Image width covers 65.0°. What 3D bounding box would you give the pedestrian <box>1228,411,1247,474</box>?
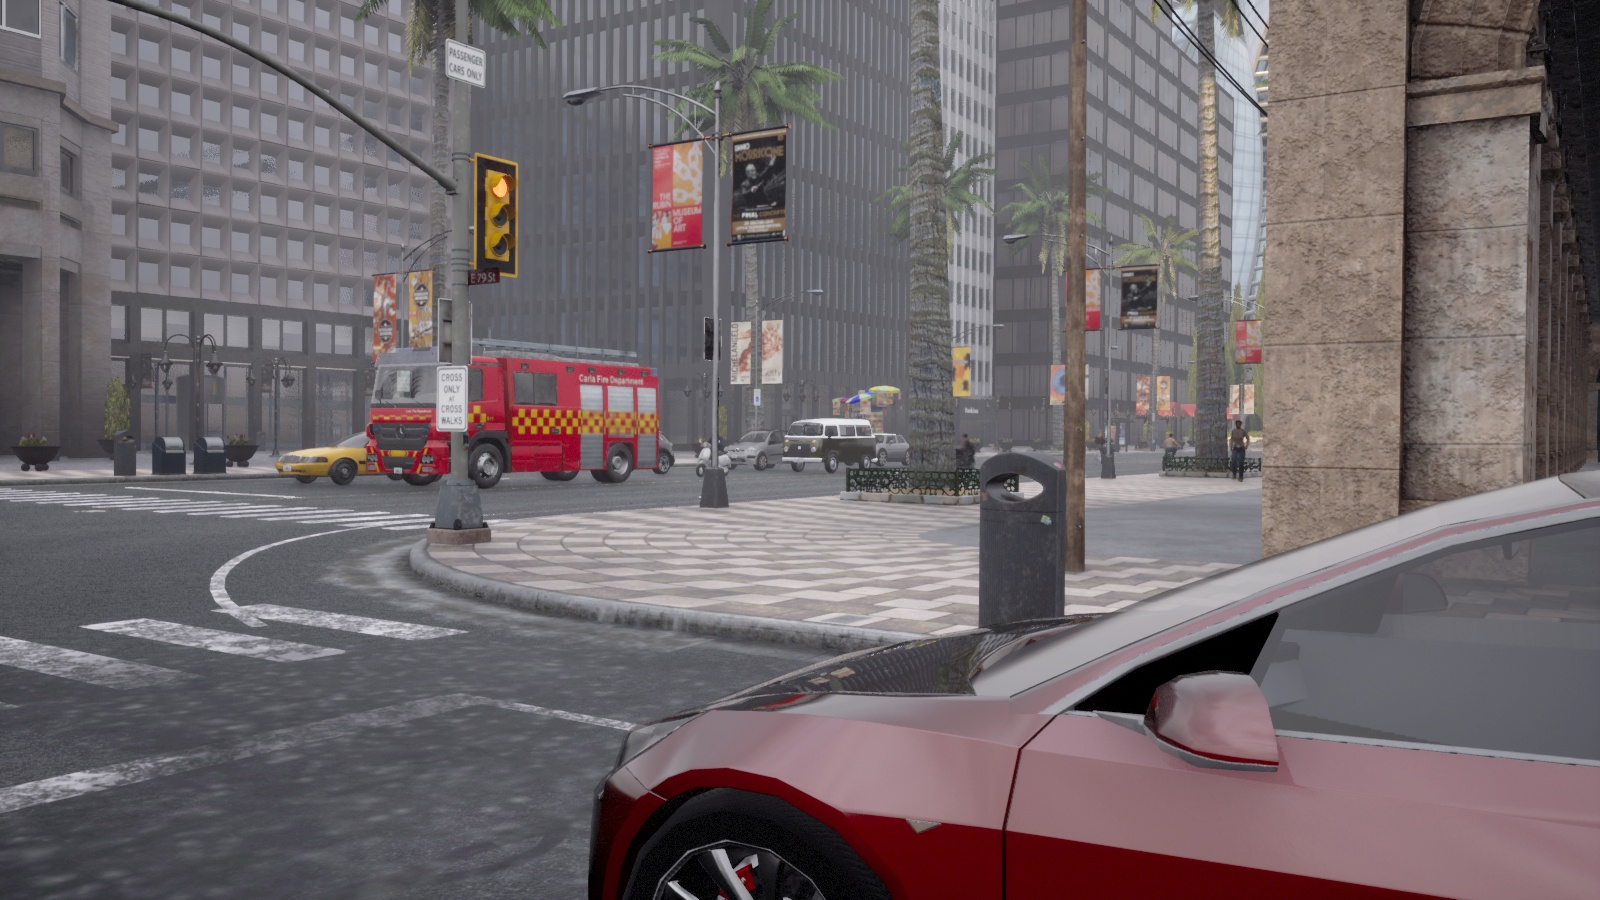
[{"bbox_3d":[12.711,-0.225,36.488,0.328,1.805,0.869,0,1,33],"label":"pedestrian"}]

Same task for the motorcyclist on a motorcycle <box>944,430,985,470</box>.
[{"bbox_3d":[6.482,-0.020,49.399,0.797,1.523,2.044,0,1,34],"label":"motorcyclist on a motorcycle"}]

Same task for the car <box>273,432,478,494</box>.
[{"bbox_3d":[-11.593,0.301,34.719,1.801,1.575,5.366,0,1,34],"label":"car"}]

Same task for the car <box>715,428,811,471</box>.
[{"bbox_3d":[-1.431,-0.042,50.141,1.851,1.617,3.988,0,1,33],"label":"car"}]

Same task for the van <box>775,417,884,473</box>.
[{"bbox_3d":[1.180,-0.208,47.746,2.069,2.038,4.480,0,1,33],"label":"van"}]

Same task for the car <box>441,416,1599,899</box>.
[{"bbox_3d":[1.787,0.681,2.457,4.792,1.488,2.163,0,1,33],"label":"car"}]

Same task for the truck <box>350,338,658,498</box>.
[{"bbox_3d":[-7.730,-0.831,34.274,2.891,3.827,8.468,0,1,33],"label":"truck"}]

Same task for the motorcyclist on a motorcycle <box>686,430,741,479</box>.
[{"bbox_3d":[-2.858,0.142,41.631,0.866,1.590,1.817,0,1,33],"label":"motorcyclist on a motorcycle"}]

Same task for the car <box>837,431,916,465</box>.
[{"bbox_3d":[3.556,-0.123,57.677,1.970,1.475,3.806,0,1,33],"label":"car"}]

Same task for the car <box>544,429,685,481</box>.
[{"bbox_3d":[-6.252,0.133,42.845,2.033,1.649,4.856,0,1,34],"label":"car"}]
